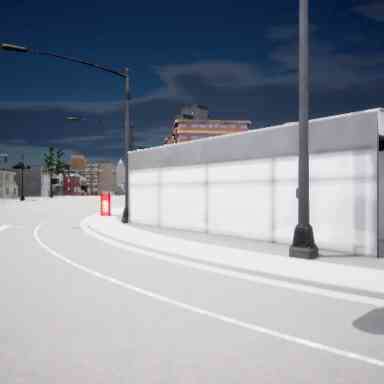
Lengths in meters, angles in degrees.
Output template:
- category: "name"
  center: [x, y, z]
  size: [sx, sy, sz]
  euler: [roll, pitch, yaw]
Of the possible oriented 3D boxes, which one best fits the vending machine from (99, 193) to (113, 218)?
- category: "vending machine"
  center: [-7.490, 1.177, 28.969]
  size: [1.100, 2.100, 0.880]
  euler: [0, 0, -8]
